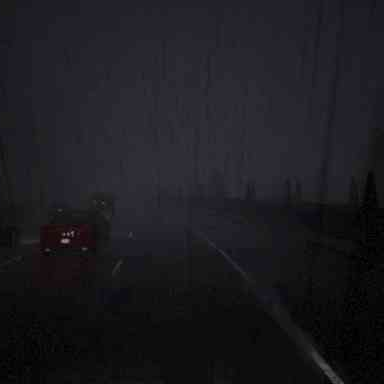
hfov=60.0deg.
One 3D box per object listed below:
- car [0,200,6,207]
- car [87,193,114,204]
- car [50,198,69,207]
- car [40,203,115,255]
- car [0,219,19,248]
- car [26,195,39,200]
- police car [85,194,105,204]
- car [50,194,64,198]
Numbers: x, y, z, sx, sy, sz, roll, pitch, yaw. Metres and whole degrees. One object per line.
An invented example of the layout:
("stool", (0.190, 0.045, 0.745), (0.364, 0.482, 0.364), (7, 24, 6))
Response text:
("car", (-21.984, 1.549, 37.001), (1.895, 1.301, 4.718), (0, 0, -24))
("car", (-8.914, 1.106, 32.816), (2.150, 2.045, 5.566), (0, 0, -19))
("car", (-11.549, 1.478, 29.473), (1.994, 1.385, 4.181), (0, 0, -16))
("car", (-4.423, 1.429, 13.245), (1.882, 1.535, 5.008), (0, 0, -7))
("car", (-7.727, 1.476, 11.571), (1.837, 1.490, 4.892), (0, 0, -7))
("car", (-40.668, 1.290, 84.696), (4.718, 1.301, 1.895), (0, 1, 45))
("police car", (-17.896, 1.215, 61.132), (1.930, 1.638, 5.238), (-1, 0, -35))
("car", (-30.108, 1.208, 74.175), (4.181, 1.385, 1.994), (0, 1, 45))
